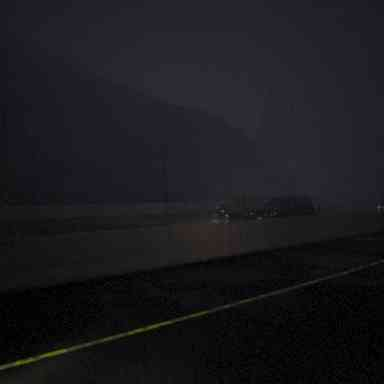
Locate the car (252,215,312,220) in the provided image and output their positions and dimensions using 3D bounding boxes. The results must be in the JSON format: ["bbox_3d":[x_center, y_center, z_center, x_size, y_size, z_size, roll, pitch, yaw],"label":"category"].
[{"bbox_3d":[6.227,1.287,22.557,5.566,2.045,2.150,0,0,-41],"label":"car"}]
